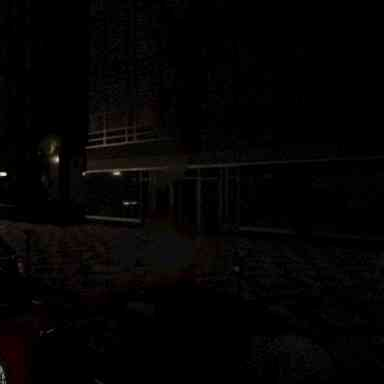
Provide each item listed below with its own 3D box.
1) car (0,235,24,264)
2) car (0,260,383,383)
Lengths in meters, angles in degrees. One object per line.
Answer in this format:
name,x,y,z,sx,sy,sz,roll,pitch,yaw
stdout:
car,-4.993,1.436,6.524,4.097,1.590,1.967,0,0,36
car,-0.406,1.581,3.249,4.206,1.307,1.802,0,0,36
